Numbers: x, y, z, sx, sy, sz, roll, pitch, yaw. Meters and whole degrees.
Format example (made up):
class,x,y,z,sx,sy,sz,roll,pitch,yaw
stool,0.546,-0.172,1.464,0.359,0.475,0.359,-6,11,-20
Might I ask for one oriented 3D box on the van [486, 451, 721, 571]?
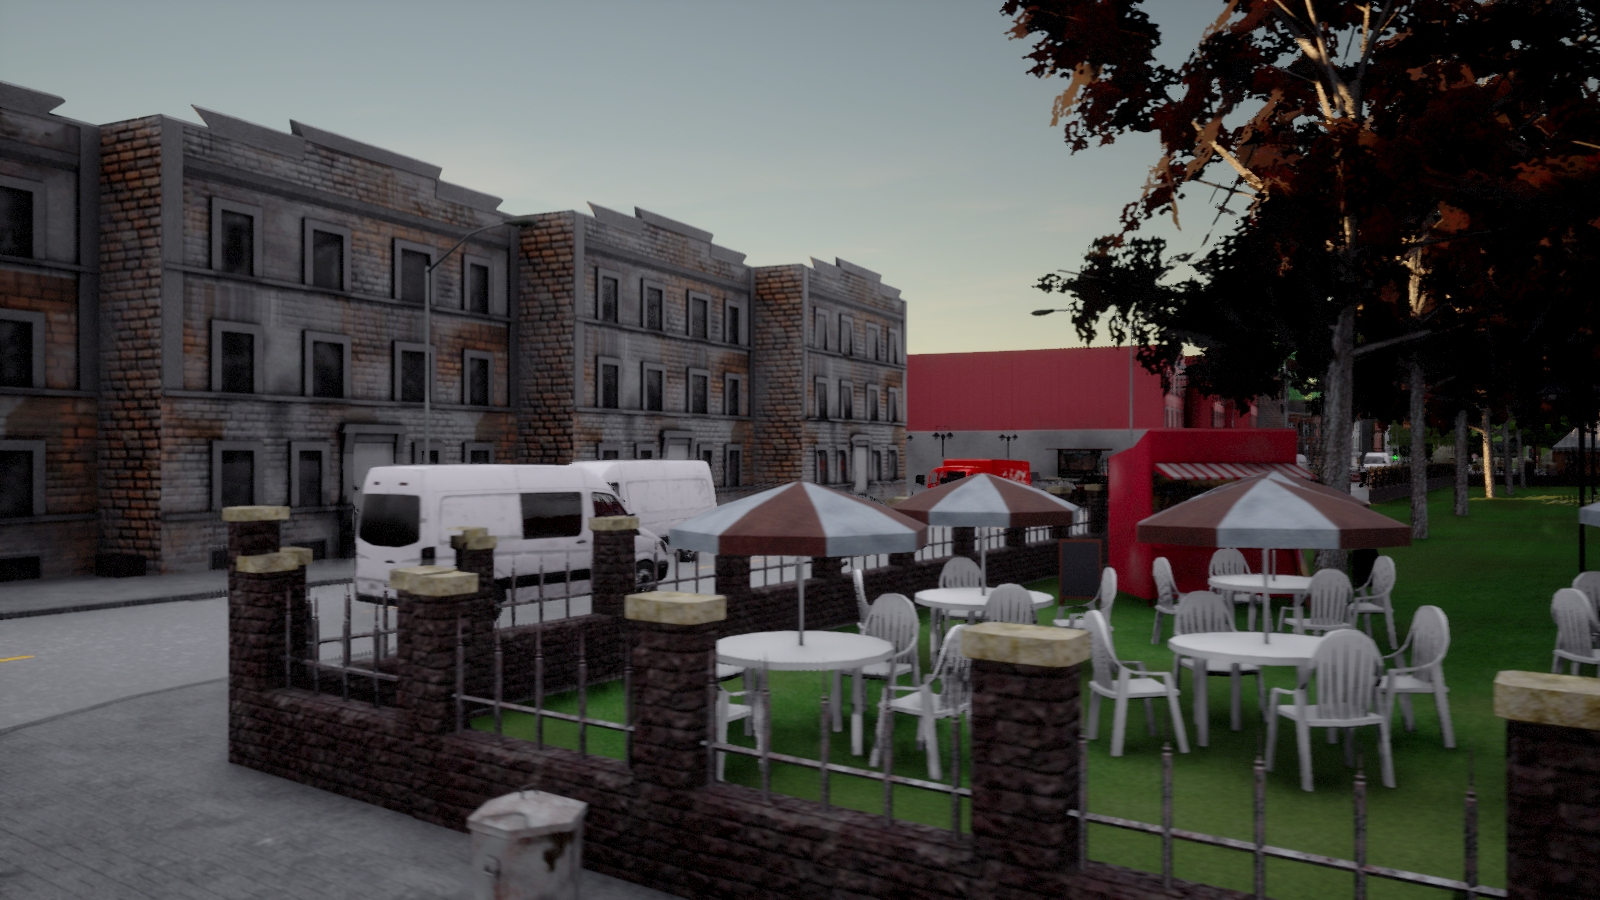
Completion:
class,x,y,z,sx,sy,sz,roll,pitch,yaw
van,-4.541,1.315,27.482,1.988,2.561,5.915,0,0,35

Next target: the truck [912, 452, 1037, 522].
class,x,y,z,sx,sy,sz,roll,pitch,yaw
truck,6.732,1.361,43.588,2.627,2.467,5.204,0,-1,35

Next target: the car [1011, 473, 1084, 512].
class,x,y,z,sx,sy,sz,roll,pitch,yaw
car,10.716,1.806,49.298,1.789,1.549,3.705,0,0,35

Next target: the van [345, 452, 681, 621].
class,x,y,z,sx,sy,sz,roll,pitch,yaw
van,-4.822,1.314,20.291,1.988,2.561,5.915,0,0,35

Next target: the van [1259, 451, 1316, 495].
class,x,y,z,sx,sy,sz,roll,pitch,yaw
van,29.643,1.314,69.367,1.988,2.561,5.915,0,0,35

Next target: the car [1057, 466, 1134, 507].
class,x,y,z,sx,sy,sz,roll,pitch,yaw
car,14.044,1.685,54.109,2.097,1.767,4.553,0,0,35
